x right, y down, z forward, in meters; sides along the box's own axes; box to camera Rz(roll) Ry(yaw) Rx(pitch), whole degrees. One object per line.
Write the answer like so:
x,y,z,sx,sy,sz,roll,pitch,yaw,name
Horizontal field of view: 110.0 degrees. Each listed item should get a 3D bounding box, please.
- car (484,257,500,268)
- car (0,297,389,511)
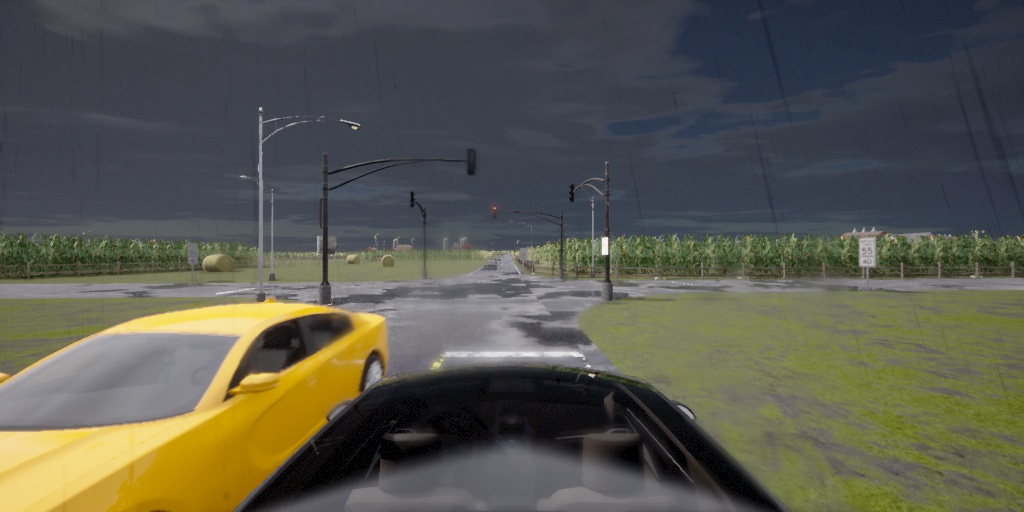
-3.411,1.250,58.021,1.837,1.490,4.892,0,2,-1,car
-2.726,1.230,3.222,1.882,1.535,5.008,0,0,0,car
